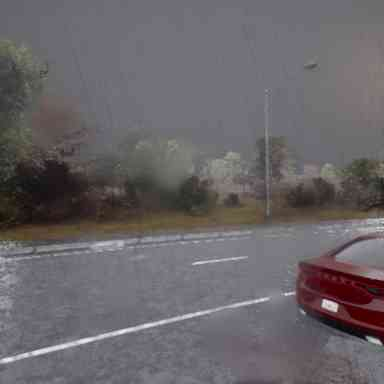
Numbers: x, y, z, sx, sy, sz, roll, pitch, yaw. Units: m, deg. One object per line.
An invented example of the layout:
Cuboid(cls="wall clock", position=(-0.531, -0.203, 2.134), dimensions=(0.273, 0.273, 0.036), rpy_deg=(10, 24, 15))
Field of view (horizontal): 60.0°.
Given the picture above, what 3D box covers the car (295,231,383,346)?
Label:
Cuboid(cls="car", position=(4.084, 1.436, 5.886), dimensions=(5.008, 1.535, 1.882), rpy_deg=(0, 0, -30))
